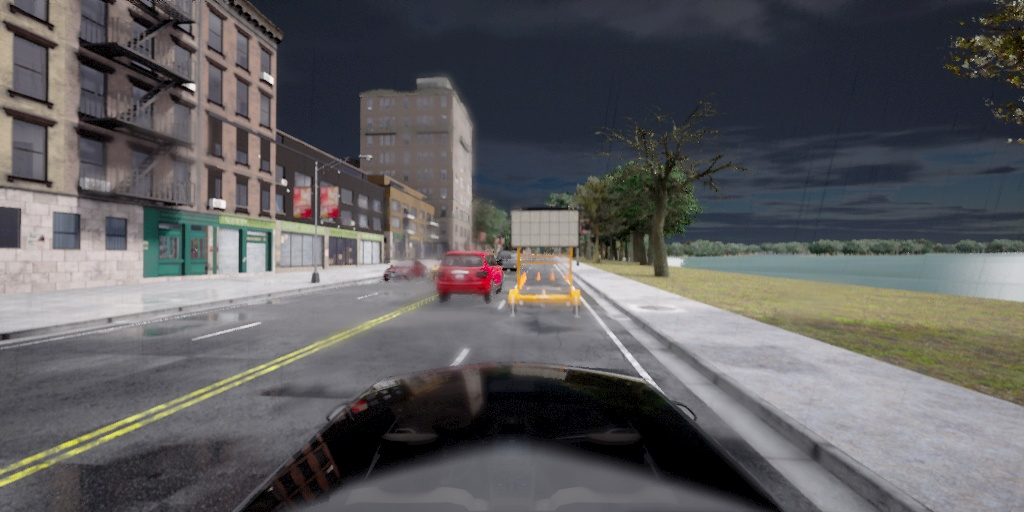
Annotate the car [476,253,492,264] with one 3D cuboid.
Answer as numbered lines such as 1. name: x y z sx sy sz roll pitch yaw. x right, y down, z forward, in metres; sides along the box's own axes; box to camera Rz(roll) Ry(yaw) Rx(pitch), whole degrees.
1. car: -4.568 0.394 59.716 1.882 1.535 5.008 0 1 5

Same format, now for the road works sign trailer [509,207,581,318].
1. road works sign trailer: 1.148 0.110 12.621 2.380 3.560 2.880 0 0 5

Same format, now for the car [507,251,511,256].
1. car: -1.332 0.139 59.436 2.150 2.045 5.566 0 2 5

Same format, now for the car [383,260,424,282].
1. car: -7.574 0.989 25.843 1.812 1.442 4.674 0 1 5

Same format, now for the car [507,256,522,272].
1. car: -0.111 0.944 34.238 1.895 1.301 4.718 0 1 5

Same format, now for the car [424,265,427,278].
1. car: -4.338 0.945 25.544 1.882 1.535 5.008 0 1 5

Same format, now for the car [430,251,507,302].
1. car: -1.708 0.822 16.075 2.150 2.045 5.566 0 1 5
